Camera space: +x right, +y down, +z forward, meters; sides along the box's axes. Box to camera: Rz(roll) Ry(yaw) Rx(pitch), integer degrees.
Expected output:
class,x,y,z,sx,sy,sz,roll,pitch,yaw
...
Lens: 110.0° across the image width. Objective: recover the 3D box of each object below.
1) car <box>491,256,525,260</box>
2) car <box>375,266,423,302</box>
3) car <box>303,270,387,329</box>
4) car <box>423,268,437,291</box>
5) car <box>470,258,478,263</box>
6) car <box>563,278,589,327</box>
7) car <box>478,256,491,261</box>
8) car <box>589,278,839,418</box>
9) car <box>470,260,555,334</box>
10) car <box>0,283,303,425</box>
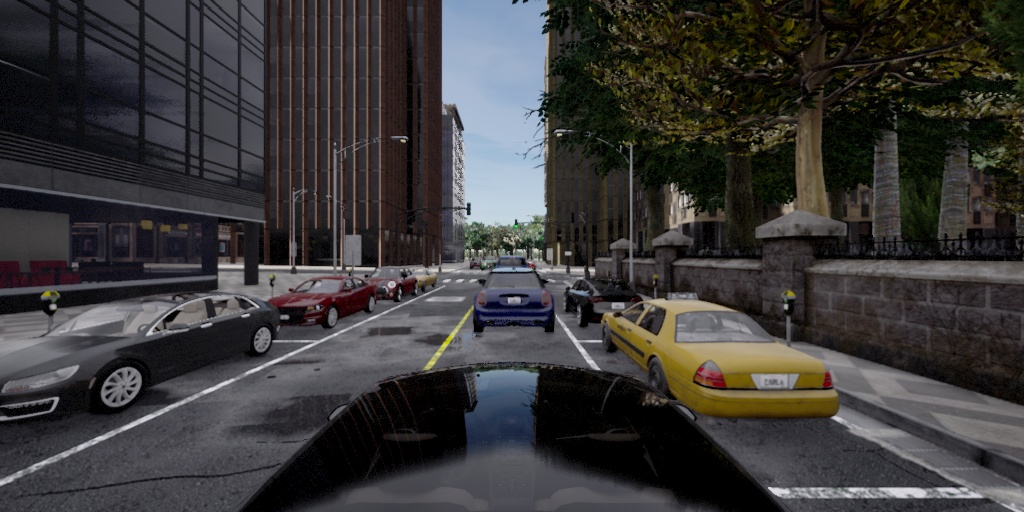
class,x,y,z,sx,sy,sz,roll,pitch,yaw
car,-0.072,1.012,23.189,2.150,2.045,5.566,0,0,-2
car,-5.789,1.217,16.803,1.967,1.591,4.097,0,0,0
car,-5.779,1.312,11.346,1.888,1.381,4.507,0,0,0
car,-5.798,1.312,22.090,1.751,1.417,4.829,0,0,0
car,-5.861,1.179,59.667,2.192,1.841,5.009,0,0,0
car,2.746,1.333,11.362,1.948,1.339,4.313,0,0,0
car,-3.186,1.068,51.143,2.150,2.045,5.566,0,0,-1
car,2.755,1.283,6.076,1.751,1.417,4.829,0,0,0
car,0.044,1.117,10.892,2.097,1.767,4.553,0,0,0
car,-5.770,1.308,5.889,2.007,1.370,4.403,0,0,0
